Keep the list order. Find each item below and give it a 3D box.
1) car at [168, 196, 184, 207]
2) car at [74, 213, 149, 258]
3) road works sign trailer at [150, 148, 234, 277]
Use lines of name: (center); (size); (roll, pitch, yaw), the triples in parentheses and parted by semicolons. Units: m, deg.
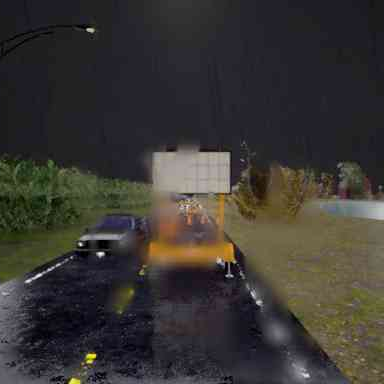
car: (-2.859, 1.638, 54.527); (2.033, 1.411, 5.357); (0, 0, 0)
car: (-2.854, 1.557, 13.048); (2.033, 1.411, 5.357); (0, 0, 0)
road works sign trailer: (-0.004, 0.471, 10.234); (2.380, 3.560, 2.880); (0, 0, 0)
